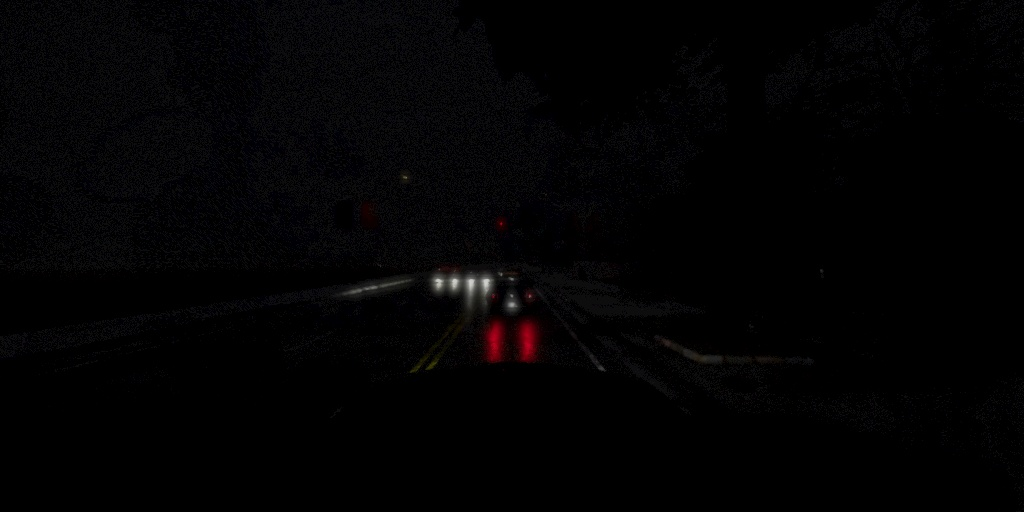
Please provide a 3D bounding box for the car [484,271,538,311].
[{"bbox_3d":[0.011,1.480,15.124,1.895,1.301,4.718,0,0,0],"label":"car"}]

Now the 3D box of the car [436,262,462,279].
[{"bbox_3d":[-6.538,1.407,37.515,2.097,1.767,4.553,0,0,0],"label":"car"}]

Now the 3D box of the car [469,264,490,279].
[{"bbox_3d":[-3.292,1.578,37.014,1.812,1.442,4.674,0,-1,1],"label":"car"}]

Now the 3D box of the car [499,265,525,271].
[{"bbox_3d":[0.007,1.508,30.365,1.837,1.490,4.892,0,0,0],"label":"car"}]
